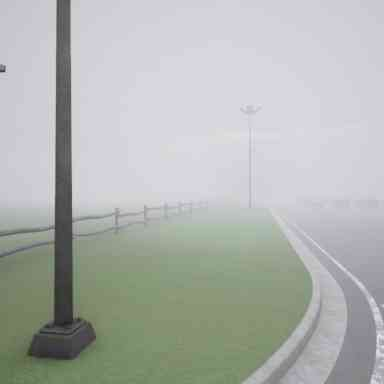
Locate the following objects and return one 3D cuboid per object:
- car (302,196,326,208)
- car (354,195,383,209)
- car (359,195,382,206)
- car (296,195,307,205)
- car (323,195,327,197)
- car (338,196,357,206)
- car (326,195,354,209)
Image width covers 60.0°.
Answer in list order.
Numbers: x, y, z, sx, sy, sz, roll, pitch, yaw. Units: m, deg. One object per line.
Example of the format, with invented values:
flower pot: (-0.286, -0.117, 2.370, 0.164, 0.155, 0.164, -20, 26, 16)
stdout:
car: (17.157, 1.599, 46.893, 1.895, 1.301, 4.718, 0, 0, 11)
car: (23.992, 1.476, 45.623, 1.882, 1.535, 5.008, 0, 0, 11)
car: (29.392, 1.350, 54.911, 2.097, 1.767, 4.553, 0, 0, 11)
car: (19.091, 1.350, 56.945, 2.097, 1.767, 4.553, 0, 0, 11)
car: (22.524, 1.350, 56.267, 2.097, 1.767, 4.553, 0, 0, 11)
car: (25.964, 1.503, 55.618, 1.837, 1.490, 4.892, 0, 0, 11)
car: (20.557, 1.476, 46.298, 1.882, 1.535, 5.008, 0, 0, 11)
